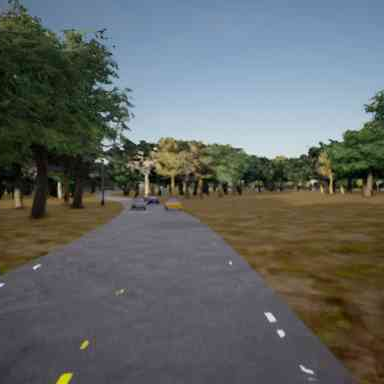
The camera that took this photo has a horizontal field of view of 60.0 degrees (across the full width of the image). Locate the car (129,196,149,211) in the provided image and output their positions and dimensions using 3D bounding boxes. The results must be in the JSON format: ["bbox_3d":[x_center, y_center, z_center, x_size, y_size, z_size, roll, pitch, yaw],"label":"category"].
[{"bbox_3d":[-6.612,1.548,41.123,1.837,1.490,4.892,0,0,-9],"label":"car"}]

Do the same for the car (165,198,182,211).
[{"bbox_3d":[-2.334,1.477,40.989,1.801,1.575,5.366,0,0,-9],"label":"car"}]

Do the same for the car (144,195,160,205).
[{"bbox_3d":[-6.941,1.475,59.195,1.882,1.535,5.008,0,0,-13],"label":"car"}]
